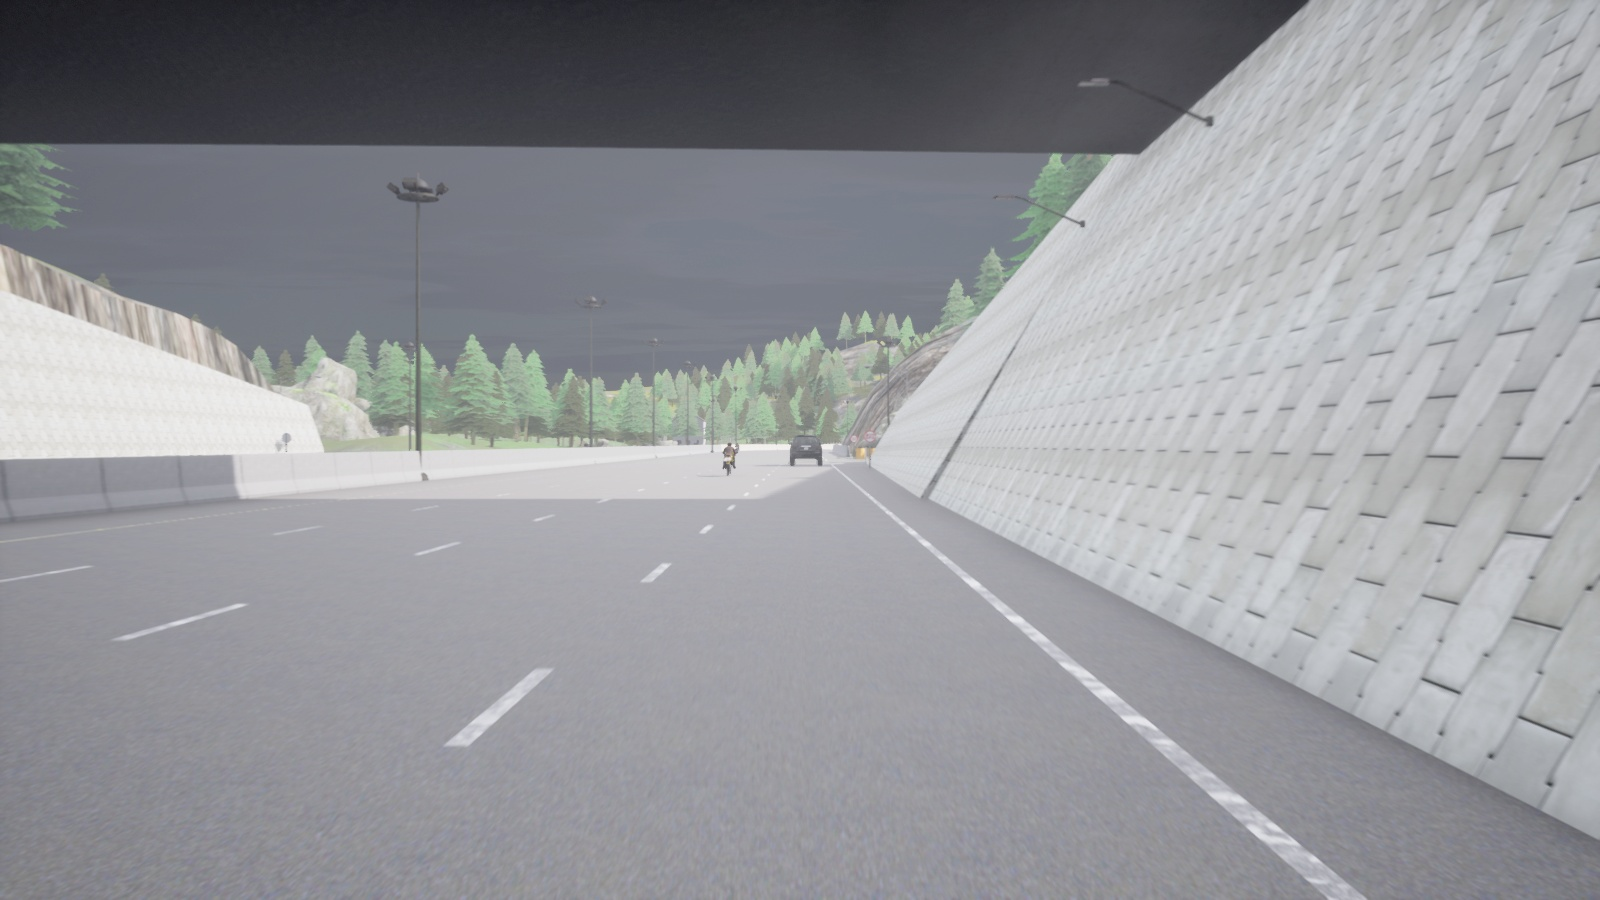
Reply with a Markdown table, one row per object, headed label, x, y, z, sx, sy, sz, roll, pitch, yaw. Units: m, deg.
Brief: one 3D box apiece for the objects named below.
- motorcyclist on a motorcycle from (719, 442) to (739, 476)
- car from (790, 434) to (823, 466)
| label | x | y | z | sx | sy | sz | roll | pitch | yaw |
| --- | --- | --- | --- | --- | --- | --- | --- | --- | --- |
| motorcyclist on a motorcycle | -3.212 | 0.408 | 57.025 | 0.797 | 1.523 | 2.044 | 0 | 0 | 0 |
| car | 0.414 | -0.006 | 84.585 | 2.150 | 2.045 | 5.566 | 0 | 0 | 0 |
